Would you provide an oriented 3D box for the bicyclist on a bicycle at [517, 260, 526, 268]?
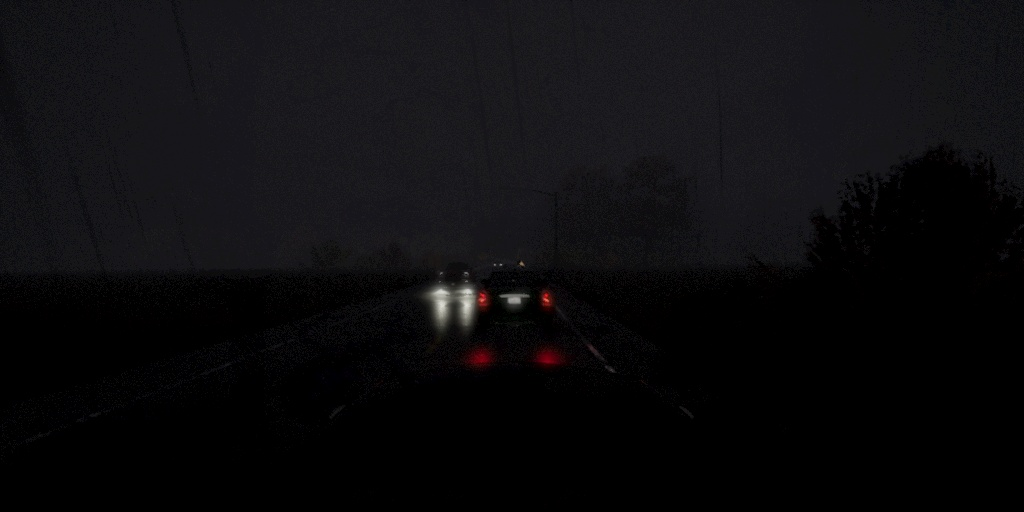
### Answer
[{"bbox_3d":[0.941,1.280,35.879,0.866,1.612,1.509,0,0,0],"label":"bicyclist on a bicycle"}]

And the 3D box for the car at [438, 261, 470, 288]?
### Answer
[{"bbox_3d":[-3.626,1.164,24.269,2.097,1.767,4.553,0,0,0],"label":"car"}]

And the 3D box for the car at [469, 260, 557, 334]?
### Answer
[{"bbox_3d":[0.095,1.127,10.877,2.097,1.767,4.553,0,0,1],"label":"car"}]
